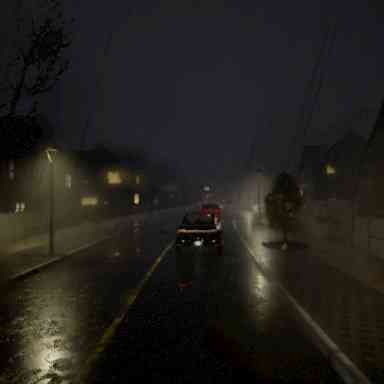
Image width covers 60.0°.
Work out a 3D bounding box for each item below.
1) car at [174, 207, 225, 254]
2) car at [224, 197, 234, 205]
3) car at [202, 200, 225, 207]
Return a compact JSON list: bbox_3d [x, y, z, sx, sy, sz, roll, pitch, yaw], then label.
[{"bbox_3d":[0.361,1.624,14.206,2.128,1.511,4.902,0,0,3],"label":"car"},{"bbox_3d":[7.739,1.944,71.461,1.837,1.490,4.892,-1,0,16],"label":"car"},{"bbox_3d":[1.676,1.722,29.227,1.882,1.535,5.008,0,0,7],"label":"car"}]
